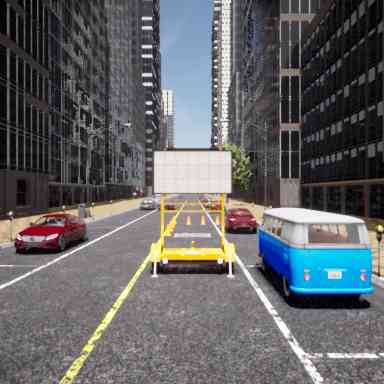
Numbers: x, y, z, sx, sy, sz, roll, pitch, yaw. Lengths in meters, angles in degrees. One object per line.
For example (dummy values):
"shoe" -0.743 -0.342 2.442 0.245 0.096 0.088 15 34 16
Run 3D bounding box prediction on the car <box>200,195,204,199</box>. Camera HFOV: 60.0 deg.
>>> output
"car" 2.805 1.538 53.686 2.008 1.369 4.403 0 0 0

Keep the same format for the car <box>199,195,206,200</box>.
"car" 2.891 1.462 93.534 1.887 1.381 4.507 0 0 0

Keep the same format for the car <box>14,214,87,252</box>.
"car" -5.661 1.582 13.860 1.802 1.307 4.206 0 0 0

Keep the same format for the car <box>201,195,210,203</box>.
"car" 2.842 1.401 70.763 1.967 1.590 4.097 0 0 0

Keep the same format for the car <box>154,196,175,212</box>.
"car" -3.015 1.545 39.983 2.033 1.411 5.357 0 0 0

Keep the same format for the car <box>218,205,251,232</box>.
"car" 2.732 1.581 19.531 1.802 1.307 4.206 0 0 0

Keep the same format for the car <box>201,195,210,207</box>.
"car" 2.793 1.544 47.994 2.008 1.369 4.403 0 0 0

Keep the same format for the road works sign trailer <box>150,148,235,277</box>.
"road works sign trailer" 0.022 0.464 10.172 2.380 3.560 2.880 0 0 0

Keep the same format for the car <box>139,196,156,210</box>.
"car" -5.600 1.548 42.323 2.008 1.369 4.403 0 0 0

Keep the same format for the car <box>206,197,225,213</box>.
"car" 2.769 1.581 36.609 1.802 1.307 4.206 0 0 0

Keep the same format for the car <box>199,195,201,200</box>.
"car" 2.830 1.410 65.071 1.967 1.590 4.097 0 0 0

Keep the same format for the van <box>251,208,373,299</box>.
"van" 2.708 1.341 8.147 1.690 1.788 3.998 0 0 0
